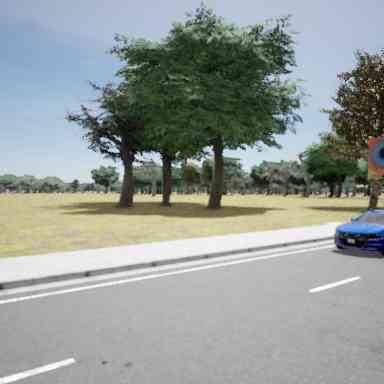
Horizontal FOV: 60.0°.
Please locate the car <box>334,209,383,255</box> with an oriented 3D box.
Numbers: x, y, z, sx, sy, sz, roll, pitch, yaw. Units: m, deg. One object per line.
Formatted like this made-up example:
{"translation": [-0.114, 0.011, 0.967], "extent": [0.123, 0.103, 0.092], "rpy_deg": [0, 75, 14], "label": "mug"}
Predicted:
{"translation": [7.605, 1.443, 13.103], "extent": [5.008, 1.535, 1.882], "rpy_deg": [0, 0, -35], "label": "car"}
